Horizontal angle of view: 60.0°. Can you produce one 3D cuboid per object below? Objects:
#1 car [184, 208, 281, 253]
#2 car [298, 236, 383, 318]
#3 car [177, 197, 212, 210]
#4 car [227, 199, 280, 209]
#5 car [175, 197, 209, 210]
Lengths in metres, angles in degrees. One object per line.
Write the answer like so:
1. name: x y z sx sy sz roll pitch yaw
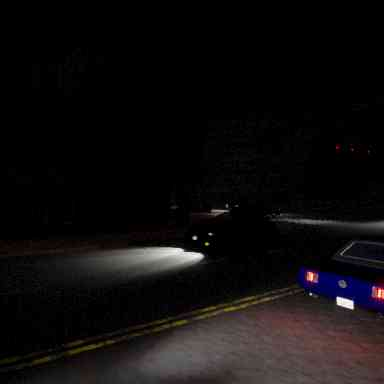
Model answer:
1. car: 1.732 1.564 13.818 4.181 1.385 1.994 0 0 -36
2. car: 4.427 1.601 6.925 4.718 1.301 1.895 0 0 -35
3. car: 0.274 1.478 37.959 1.882 1.535 5.008 0 0 -36
4. car: 5.758 1.601 30.322 1.895 1.301 4.718 0 0 -36
5. car: -0.102 1.491 44.505 2.128 1.511 4.902 0 0 -36
